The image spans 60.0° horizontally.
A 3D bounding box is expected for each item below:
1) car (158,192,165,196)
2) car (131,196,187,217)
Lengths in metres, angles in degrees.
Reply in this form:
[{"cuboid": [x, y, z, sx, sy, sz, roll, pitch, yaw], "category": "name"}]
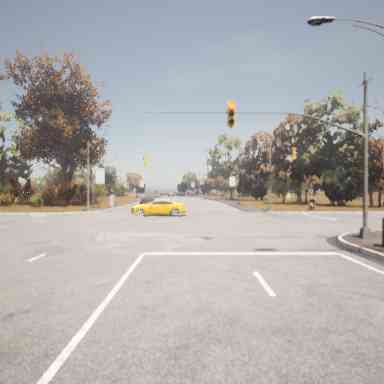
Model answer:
[{"cuboid": [-7.261, 1.288, 69.129, 2.128, 1.511, 4.902, 0, 0, -2], "category": "car"}, {"cuboid": [-2.993, 1.409, 30.264, 5.008, 1.535, 1.882, 0, 0, -3], "category": "car"}]
